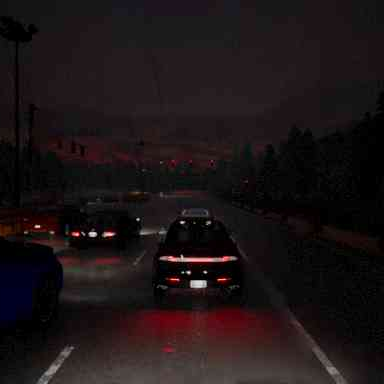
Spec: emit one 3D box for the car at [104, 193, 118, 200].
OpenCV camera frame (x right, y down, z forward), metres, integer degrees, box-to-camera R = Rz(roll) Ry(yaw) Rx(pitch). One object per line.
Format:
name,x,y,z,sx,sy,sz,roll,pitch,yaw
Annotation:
car,-17.117,1.028,70.581,1.994,1.385,4.181,0,0,0

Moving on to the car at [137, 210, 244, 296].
car,0.127,1.438,8.462,2.128,1.511,4.902,0,0,0

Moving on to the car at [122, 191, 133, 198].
car,-13.612,0.993,71.437,1.812,1.442,4.674,0,0,0

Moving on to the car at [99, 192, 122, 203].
car,-13.783,1.109,56.349,1.812,1.442,4.674,0,0,1

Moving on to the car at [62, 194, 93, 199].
car,-13.898,1.202,39.513,2.128,1.511,4.902,0,0,0

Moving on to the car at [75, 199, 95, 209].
car,-6.843,1.358,17.192,1.882,1.535,5.008,0,0,0

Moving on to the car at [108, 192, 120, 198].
car,-20.518,0.817,87.609,1.882,1.535,5.008,0,0,0

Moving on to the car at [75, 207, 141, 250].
car,-3.348,1.453,13.779,2.033,1.411,5.357,0,0,0

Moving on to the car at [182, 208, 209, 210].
car,0.174,1.476,17.792,1.895,1.301,4.718,0,0,0

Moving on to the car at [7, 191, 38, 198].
car,-20.892,0.921,41.022,2.150,2.045,5.566,0,0,0

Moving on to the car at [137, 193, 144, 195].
car,-13.527,0.880,86.080,1.812,1.442,4.674,0,0,0

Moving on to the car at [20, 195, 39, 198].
car,-17.408,1.323,38.012,1.895,1.301,4.718,0,0,0

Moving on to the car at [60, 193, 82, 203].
car,-20.766,1.054,57.199,1.882,1.535,5.008,0,0,1

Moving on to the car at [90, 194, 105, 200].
car,-20.607,1.057,72.347,1.895,1.301,4.718,0,0,0

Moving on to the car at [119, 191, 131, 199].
car,-17.033,0.721,85.017,2.097,1.767,4.553,0,0,0

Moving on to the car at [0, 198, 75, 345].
car,-3.387,1.204,3.606,2.150,2.045,5.566,0,0,0

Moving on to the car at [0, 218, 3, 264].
car,-6.881,1.512,8.207,1.994,1.385,4.181,0,0,1

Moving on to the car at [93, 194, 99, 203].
car,-17.270,1.139,57.409,1.994,1.385,4.181,0,0,1
